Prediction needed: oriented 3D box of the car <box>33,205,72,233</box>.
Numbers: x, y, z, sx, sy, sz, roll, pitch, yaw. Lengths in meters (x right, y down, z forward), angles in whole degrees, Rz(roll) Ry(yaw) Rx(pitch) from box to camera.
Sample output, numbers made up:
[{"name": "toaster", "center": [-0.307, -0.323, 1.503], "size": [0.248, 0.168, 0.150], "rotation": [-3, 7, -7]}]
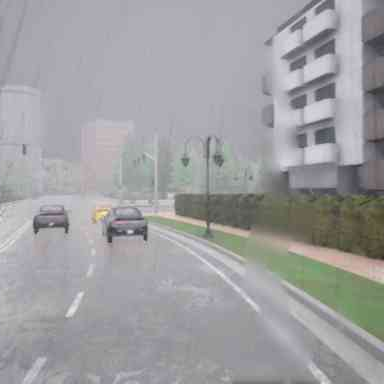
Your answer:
[{"name": "car", "center": [-8.340, 1.535, 19.959], "size": [2.128, 1.511, 4.902], "rotation": [0, 0, -21]}]

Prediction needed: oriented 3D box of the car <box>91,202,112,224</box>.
[{"name": "car", "center": [-6.635, 1.505, 25.450], "size": [1.882, 1.535, 5.008], "rotation": [0, 0, -19]}]

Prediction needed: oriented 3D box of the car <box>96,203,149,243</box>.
[{"name": "car", "center": [-3.382, 1.500, 16.397], "size": [2.128, 1.511, 4.902], "rotation": [0, 0, -18]}]
